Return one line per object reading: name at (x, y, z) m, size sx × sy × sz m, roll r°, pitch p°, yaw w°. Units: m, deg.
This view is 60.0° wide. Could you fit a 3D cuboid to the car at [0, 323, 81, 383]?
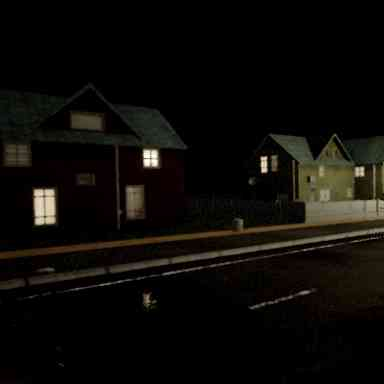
car at (-2.734, 1.570, 1.737) m, size 4.181 × 1.385 × 1.994 m, roll 0°, pitch 0°, yaw -35°
